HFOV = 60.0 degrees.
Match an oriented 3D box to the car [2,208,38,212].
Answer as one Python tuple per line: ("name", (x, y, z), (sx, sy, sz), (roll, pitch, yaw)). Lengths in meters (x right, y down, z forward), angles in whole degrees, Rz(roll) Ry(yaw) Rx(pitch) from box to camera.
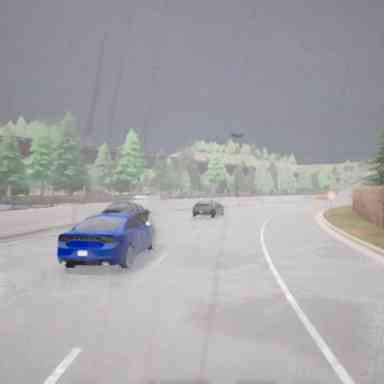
("car", (-11.618, 1.404, 21.076), (1.812, 1.442, 4.674), (0, 0, 13))

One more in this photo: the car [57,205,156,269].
("car", (-2.538, 1.425, 11.078), (1.882, 1.535, 5.008), (0, 0, 7))

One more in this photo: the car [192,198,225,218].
("car", (1.486, 1.384, 28.518), (2.128, 1.511, 4.902), (0, 0, 18))

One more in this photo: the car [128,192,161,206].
("car", (-7.321, 0.990, 52.277), (2.150, 2.045, 5.566), (0, 0, 29))

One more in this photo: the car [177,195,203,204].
("car", (-0.345, 1.264, 57.101), (2.128, 1.511, 4.902), (0, 0, 33))

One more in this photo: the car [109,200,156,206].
("car", (-4.136, 1.406, 21.559), (1.837, 1.490, 4.892), (0, 0, 13))
